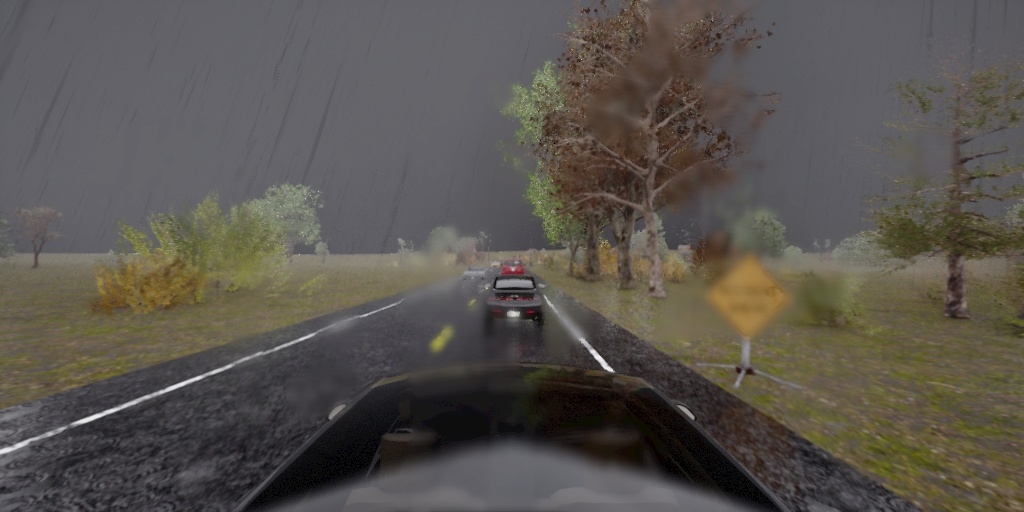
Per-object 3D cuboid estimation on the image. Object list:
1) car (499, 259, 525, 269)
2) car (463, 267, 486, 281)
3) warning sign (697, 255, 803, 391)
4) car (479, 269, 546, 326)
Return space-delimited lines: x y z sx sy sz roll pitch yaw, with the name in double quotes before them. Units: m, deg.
"car" 0.098 1.337 34.812 2.150 2.045 5.566 0 -1 0
"car" -3.600 1.719 35.111 1.895 1.301 4.718 0 -1 0
"warning sign" 3.550 0.908 5.465 1.300 1.860 1.060 0 0 0
"car" 0.084 1.377 12.263 1.837 1.490 4.892 0 0 0
